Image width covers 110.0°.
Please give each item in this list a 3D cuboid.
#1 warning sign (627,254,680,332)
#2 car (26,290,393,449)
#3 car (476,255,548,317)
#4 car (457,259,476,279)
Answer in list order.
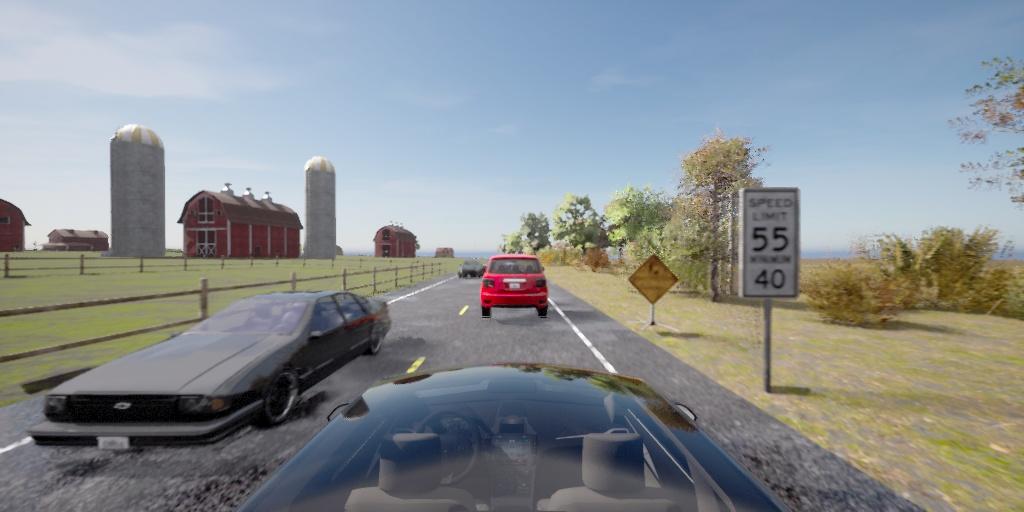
[{"bbox_3d":[3.539,0.867,9.062,1.300,1.860,1.060,0,0,0],"label":"warning sign"},{"bbox_3d":[-3.606,1.299,5.900,2.033,1.411,5.357,0,0,0],"label":"car"},{"bbox_3d":[0.070,0.975,13.284,2.150,2.045,5.566,0,0,0],"label":"car"},{"bbox_3d":[-3.746,1.114,33.171,2.097,1.767,4.553,0,0,0],"label":"car"}]
